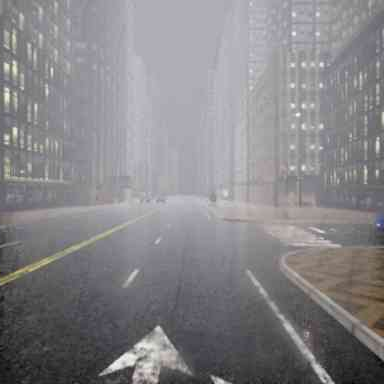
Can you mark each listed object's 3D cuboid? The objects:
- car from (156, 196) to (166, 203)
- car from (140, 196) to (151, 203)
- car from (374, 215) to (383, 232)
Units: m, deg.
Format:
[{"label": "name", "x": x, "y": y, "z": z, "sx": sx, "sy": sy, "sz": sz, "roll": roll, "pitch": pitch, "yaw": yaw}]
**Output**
[{"label": "car", "x": -6.509, "y": 1.594, "z": 70.079, "sx": 2.033, "sy": 1.411, "sz": 5.357, "roll": 0, "pitch": 0, "yaw": 0}, {"label": "car", "x": -9.759, "y": 1.580, "z": 70.078, "sx": 2.128, "sy": 1.511, "sz": 4.902, "roll": 0, "pitch": 0, "yaw": 0}, {"label": "car", "x": 12.587, "y": 1.634, "z": 17.940, "sx": 5.008, "sy": 1.535, "sz": 1.882, "roll": 0, "pitch": 0, "yaw": 3}]
